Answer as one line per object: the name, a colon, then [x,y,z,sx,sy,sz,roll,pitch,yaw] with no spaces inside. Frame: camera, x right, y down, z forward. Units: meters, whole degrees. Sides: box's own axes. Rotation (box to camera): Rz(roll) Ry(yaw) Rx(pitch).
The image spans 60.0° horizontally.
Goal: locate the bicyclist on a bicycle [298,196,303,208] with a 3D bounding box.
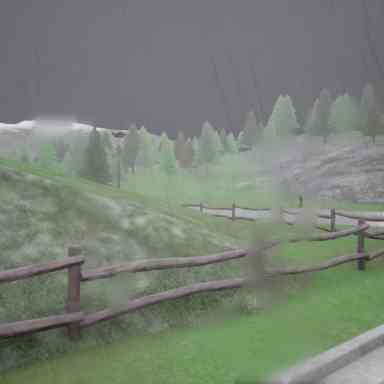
bicyclist on a bicycle: [14.321,1.302,43.832,0.582,1.620,1.656,0,0,34]
